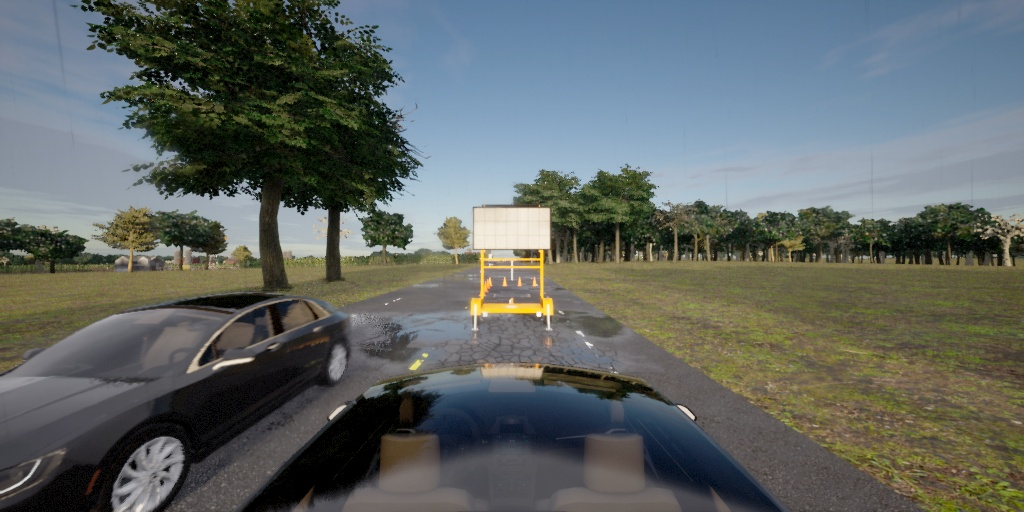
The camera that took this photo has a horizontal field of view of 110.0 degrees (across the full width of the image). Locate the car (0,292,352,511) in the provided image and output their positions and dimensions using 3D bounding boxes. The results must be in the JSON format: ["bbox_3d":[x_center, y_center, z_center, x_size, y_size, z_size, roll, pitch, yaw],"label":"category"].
[{"bbox_3d":[-3.597,1.255,4.154,1.837,1.490,4.892,0,0,0],"label":"car"}]

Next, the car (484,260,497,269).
[{"bbox_3d":[-3.485,1.302,57.662,2.128,1.511,4.902,0,0,0],"label":"car"}]

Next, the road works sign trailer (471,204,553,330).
[{"bbox_3d":[0.001,0.218,11.112,2.380,3.560,2.880,0,0,0],"label":"road works sign trailer"}]
